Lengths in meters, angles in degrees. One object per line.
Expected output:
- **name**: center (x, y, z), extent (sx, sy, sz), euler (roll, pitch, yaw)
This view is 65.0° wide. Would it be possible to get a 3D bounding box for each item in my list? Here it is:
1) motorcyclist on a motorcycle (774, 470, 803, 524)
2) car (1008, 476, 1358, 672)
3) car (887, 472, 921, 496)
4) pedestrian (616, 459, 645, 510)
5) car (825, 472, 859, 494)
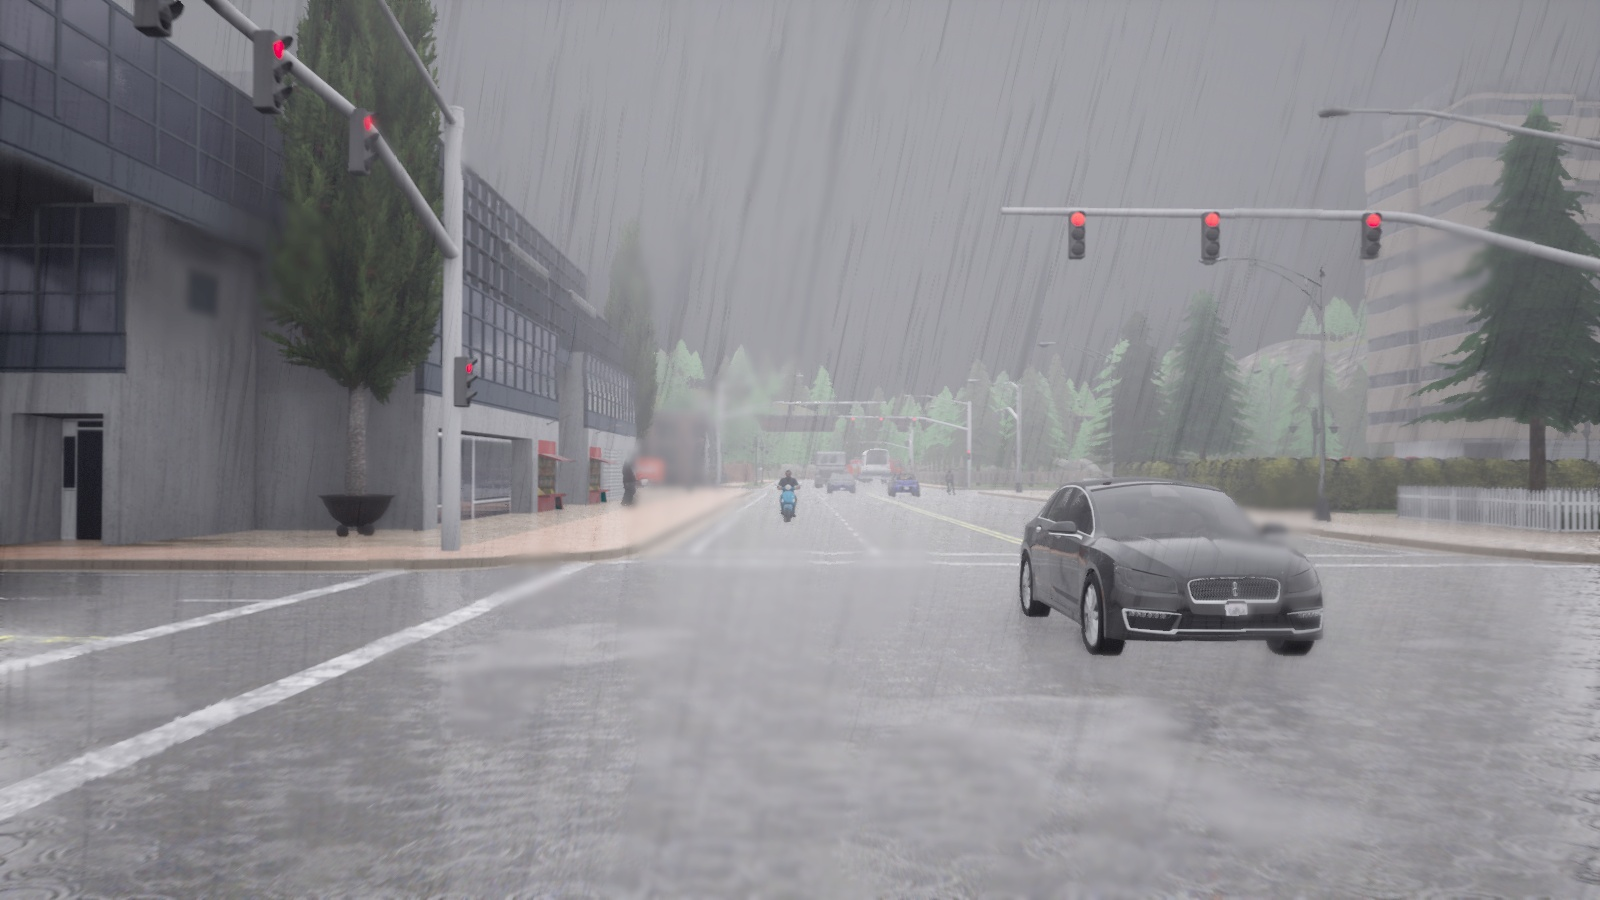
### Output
- **motorcyclist on a motorcycle**: center (-0.358, 1.412, 38.395), extent (0.866, 1.590, 1.817), euler (0, -1, 0)
- **car**: center (3.377, 1.010, 12.191), extent (1.837, 1.490, 4.892), euler (0, -1, -1)
- **car**: center (6.488, 2.119, 78.717), extent (1.816, 1.474, 4.193), euler (0, -1, 0)
- **pedestrian**: center (-6.259, 1.275, 46.353), extent (0.899, 1.844, 0.634), euler (0, -1, 13)
- **car**: center (2.948, 2.292, 88.966), extent (2.163, 1.488, 4.792), euler (0, -1, 0)
